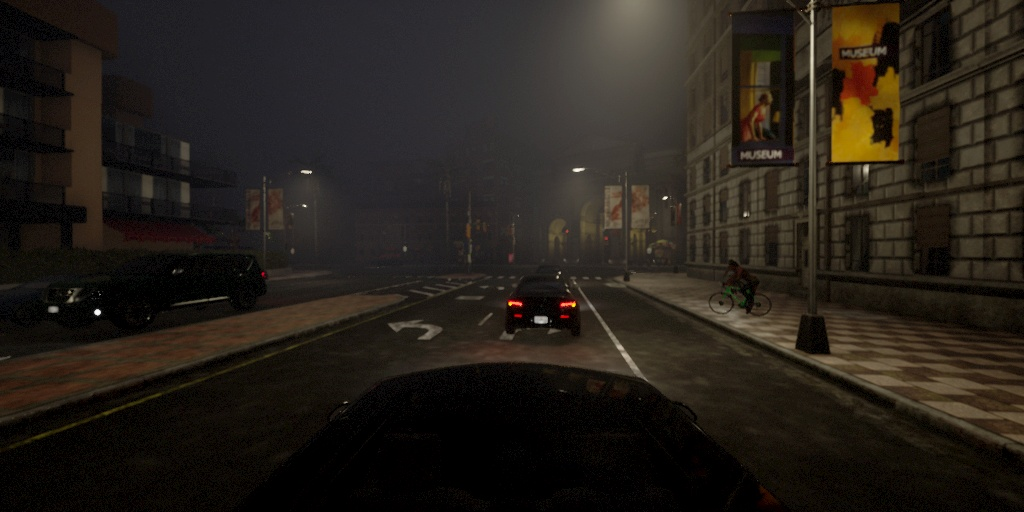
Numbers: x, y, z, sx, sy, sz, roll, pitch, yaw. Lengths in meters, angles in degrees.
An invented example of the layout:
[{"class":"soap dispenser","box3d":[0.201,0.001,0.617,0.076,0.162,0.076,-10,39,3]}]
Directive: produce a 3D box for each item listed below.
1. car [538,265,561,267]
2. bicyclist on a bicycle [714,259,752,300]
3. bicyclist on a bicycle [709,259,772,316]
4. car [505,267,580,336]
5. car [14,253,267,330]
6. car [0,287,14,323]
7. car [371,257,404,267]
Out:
[{"class":"car","box3d":[2.001,1.173,19.028,1.812,1.442,4.674,0,0,7]},{"class":"bicyclist on a bicycle","box3d":[9.335,0.967,15.134,1.656,1.620,0.582,-1,1,-27]},{"class":"bicyclist on a bicycle","box3d":[6.899,0.994,10.882,1.656,1.620,0.582,0,0,22]},{"class":"car","box3d":[0.919,1.226,10.189,1.812,1.442,4.674,0,0,7]},{"class":"car","box3d":[-10.667,0.920,11.374,2.150,2.045,5.566,0,0,8]},{"class":"car","box3d":[-14.156,1.245,11.812,2.033,1.411,5.357,0,0,7]},{"class":"car","box3d":[-18.825,0.942,54.145,4.902,1.511,2.128,0,0,9]}]
